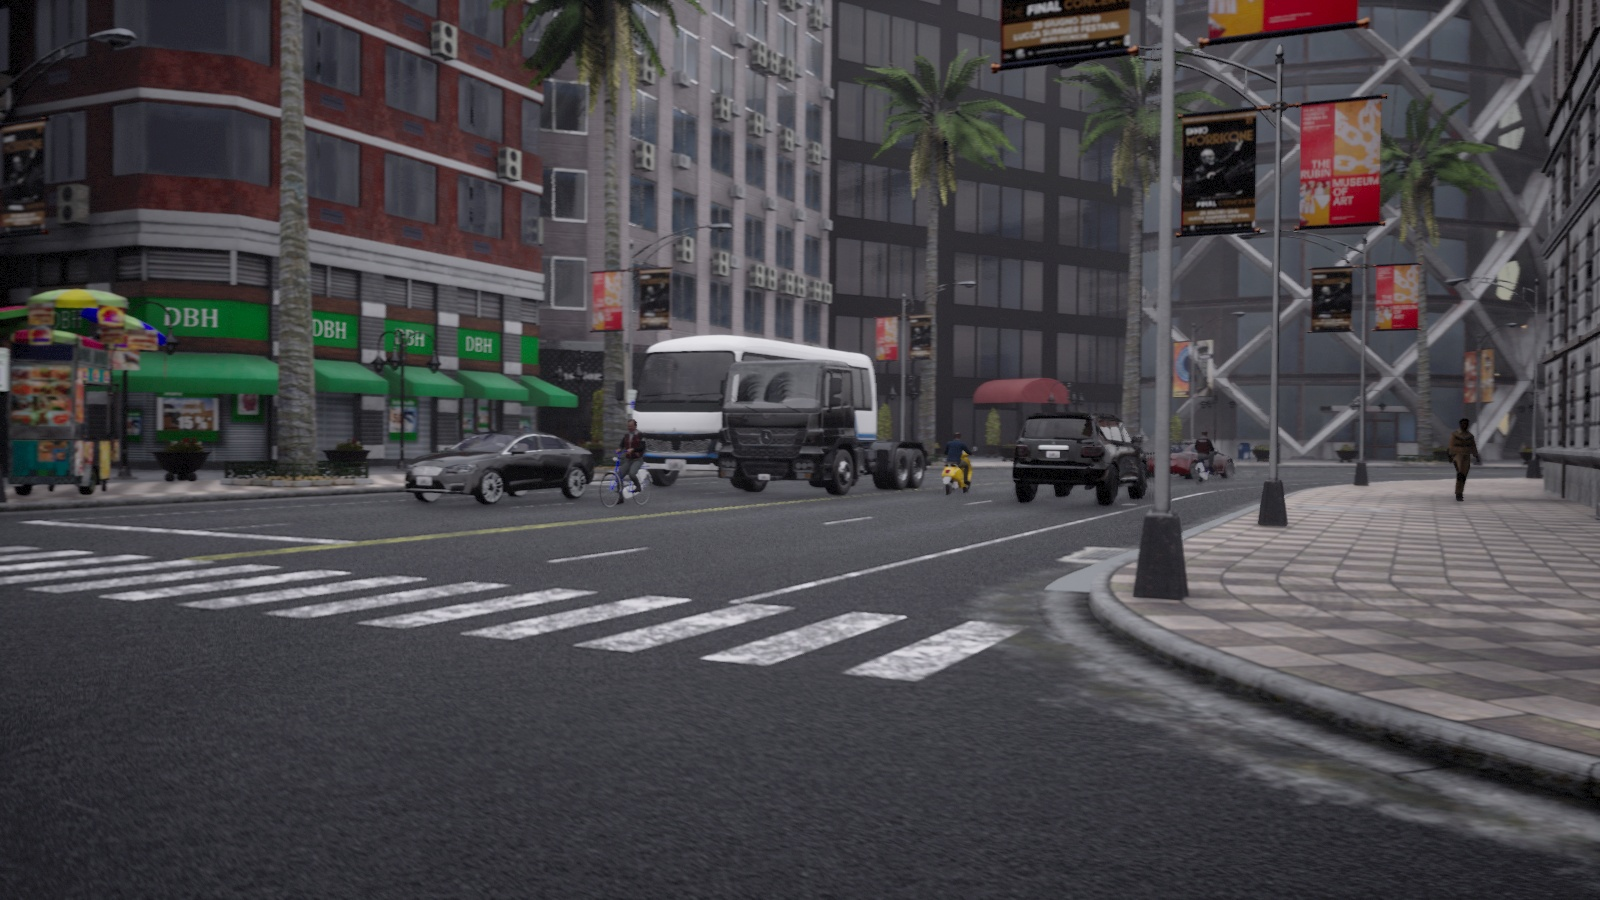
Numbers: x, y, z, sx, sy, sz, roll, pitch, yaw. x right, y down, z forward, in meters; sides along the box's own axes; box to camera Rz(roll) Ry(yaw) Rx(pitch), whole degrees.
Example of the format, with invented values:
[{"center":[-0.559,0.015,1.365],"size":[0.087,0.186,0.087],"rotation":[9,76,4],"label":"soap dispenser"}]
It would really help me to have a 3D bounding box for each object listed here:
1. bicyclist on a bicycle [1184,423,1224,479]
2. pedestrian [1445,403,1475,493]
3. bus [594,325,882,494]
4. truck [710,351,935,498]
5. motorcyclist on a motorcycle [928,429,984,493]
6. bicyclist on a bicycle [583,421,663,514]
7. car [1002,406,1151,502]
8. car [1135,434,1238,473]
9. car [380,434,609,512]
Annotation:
[{"center":[13.079,0.019,40.593],"size":[0.659,1.776,1.843],"rotation":[0,1,37],"label":"bicyclist on a bicycle"},{"center":[14.451,-0.049,27.507],"size":[0.396,1.930,0.692],"rotation":[0,1,9],"label":"pedestrian"},{"center":[-1.391,-1.076,37.078],"size":[3.944,4.253,10.273],"rotation":[0,1,26],"label":"bus"},{"center":[0.863,-0.658,33.716],"size":[2.891,3.462,7.936],"rotation":[0,1,26],"label":"truck"},{"center":[4.029,0.271,32.252],"size":[0.866,1.590,1.817],"rotation":[0,1,26],"label":"motorcyclist on a motorcycle"},{"center":[-3.489,0.332,24.976],"size":[0.659,1.776,1.843],"rotation":[0,1,25],"label":"bicyclist on a bicycle"},{"center":[6.648,0.047,29.642],"size":[2.150,2.045,5.566],"rotation":[0,1,26],"label":"car"},{"center":[14.707,0.116,47.636],"size":[4.181,1.385,1.994],"rotation":[-1,1,-45],"label":"car"},{"center":[-6.389,0.416,26.932],"size":[2.128,1.511,4.902],"rotation":[0,1,26],"label":"car"}]
